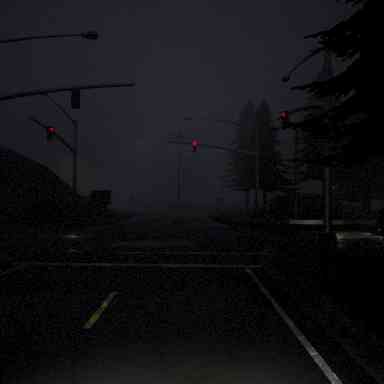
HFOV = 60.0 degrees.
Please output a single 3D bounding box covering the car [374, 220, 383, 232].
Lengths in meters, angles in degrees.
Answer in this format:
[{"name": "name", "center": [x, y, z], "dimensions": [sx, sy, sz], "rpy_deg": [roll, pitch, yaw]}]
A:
[{"name": "car", "center": [14.210, 1.867, 21.210], "dimensions": [4.553, 1.767, 2.097], "rpy_deg": [0, -1, 0]}]
